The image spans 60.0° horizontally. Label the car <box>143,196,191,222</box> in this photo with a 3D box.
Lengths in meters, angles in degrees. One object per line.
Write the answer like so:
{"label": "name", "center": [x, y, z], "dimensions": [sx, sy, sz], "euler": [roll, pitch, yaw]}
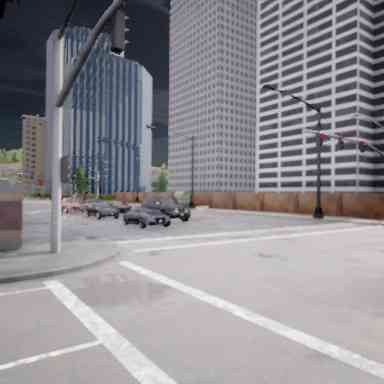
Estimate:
{"label": "car", "center": [-2.320, 1.403, 27.965], "dimensions": [2.150, 2.045, 5.566], "euler": [1, -1, -35]}

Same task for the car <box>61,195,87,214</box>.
{"label": "car", "center": [-13.789, 1.491, 38.163], "dimensions": [2.097, 1.767, 4.553], "euler": [1, -1, -35]}

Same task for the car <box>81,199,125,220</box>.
{"label": "car", "center": [-8.147, 1.642, 30.147], "dimensions": [1.837, 1.490, 4.892], "euler": [1, 0, -35]}

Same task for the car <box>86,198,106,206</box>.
{"label": "car", "center": [-18.255, 1.824, 63.018], "dimensions": [2.033, 1.411, 5.357], "euler": [1, -1, -34]}

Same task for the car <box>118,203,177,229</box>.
{"label": "car", "center": [-3.175, 1.701, 23.097], "dimensions": [1.994, 1.385, 4.181], "euler": [1, -1, -35]}
